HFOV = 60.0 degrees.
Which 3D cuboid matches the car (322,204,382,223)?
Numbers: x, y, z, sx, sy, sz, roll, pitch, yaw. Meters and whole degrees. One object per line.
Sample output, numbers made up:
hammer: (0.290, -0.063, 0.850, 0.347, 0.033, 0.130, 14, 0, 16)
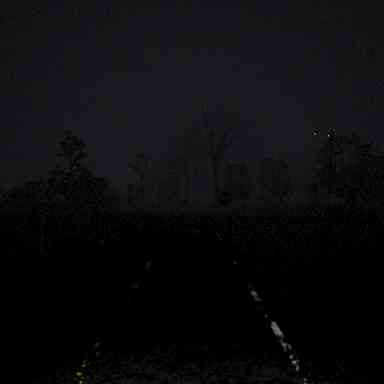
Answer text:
car: (13.944, 1.846, 29.086, 4.902, 1.511, 2.128, 1, 1, 0)
